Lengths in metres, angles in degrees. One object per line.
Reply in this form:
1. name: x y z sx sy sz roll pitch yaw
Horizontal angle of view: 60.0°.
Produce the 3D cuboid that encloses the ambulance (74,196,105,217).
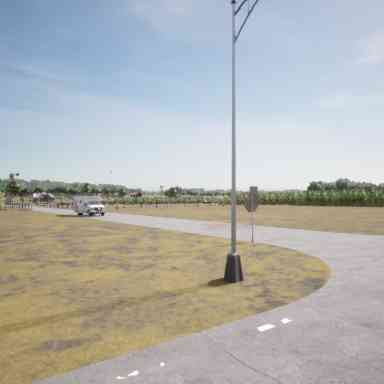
1. ambulance: -12.976 1.776 42.163 2.351 2.431 6.366 0 -1 -35
